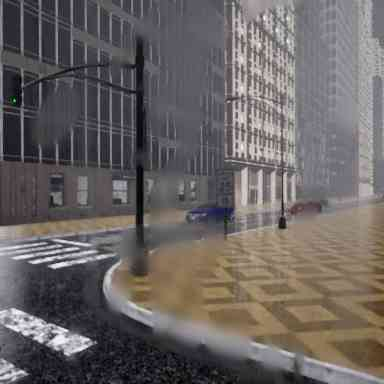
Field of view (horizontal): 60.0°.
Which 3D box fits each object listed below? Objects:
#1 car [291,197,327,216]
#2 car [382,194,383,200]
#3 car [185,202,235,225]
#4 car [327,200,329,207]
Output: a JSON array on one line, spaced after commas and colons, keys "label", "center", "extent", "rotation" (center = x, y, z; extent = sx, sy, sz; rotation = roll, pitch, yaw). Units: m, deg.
[{"label": "car", "center": [10.940, 1.454, 31.584], "extent": [1.994, 1.385, 4.181], "rotation": [0, 0, 37]}, {"label": "car", "center": [48.210, 1.021, 81.950], "extent": [2.097, 1.767, 4.553], "rotation": [0, 0, 37]}, {"label": "car", "center": [1.435, 1.461, 23.916], "extent": [1.812, 1.442, 4.674], "rotation": [0, 0, 36]}, {"label": "car", "center": [16.973, 1.402, 44.817], "extent": [2.033, 1.411, 5.357], "rotation": [0, 0, 37]}]
